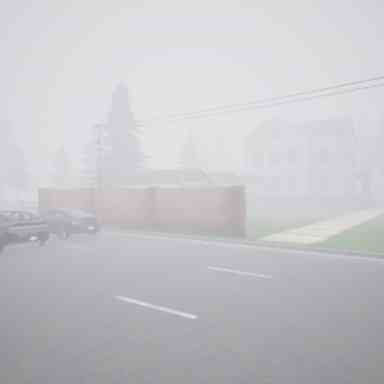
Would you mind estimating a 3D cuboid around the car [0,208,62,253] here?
[{"bbox_3d":[-7.938,1.533,13.937,4.902,1.511,2.128,0,0,36],"label":"car"}]

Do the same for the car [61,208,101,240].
[{"bbox_3d":[-6.733,1.570,17.380,4.674,1.442,1.812,0,0,36],"label":"car"}]
